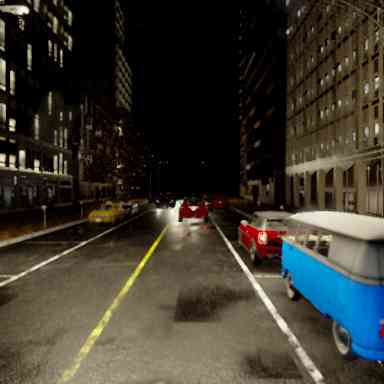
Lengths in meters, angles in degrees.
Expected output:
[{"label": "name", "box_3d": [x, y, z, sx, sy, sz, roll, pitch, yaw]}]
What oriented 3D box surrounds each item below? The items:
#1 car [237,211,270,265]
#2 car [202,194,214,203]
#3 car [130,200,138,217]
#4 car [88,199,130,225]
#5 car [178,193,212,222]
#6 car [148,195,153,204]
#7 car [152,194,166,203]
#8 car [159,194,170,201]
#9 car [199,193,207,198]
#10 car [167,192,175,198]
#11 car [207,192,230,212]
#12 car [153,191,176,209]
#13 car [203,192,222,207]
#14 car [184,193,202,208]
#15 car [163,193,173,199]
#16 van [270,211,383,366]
[{"label": "car", "box_3d": [2.699, 1.352, 11.282, 1.967, 1.590, 4.097, 0, 0, 0]}, {"label": "car", "box_3d": [2.719, 1.057, 56.988, 1.752, 1.417, 4.829, 0, 1, 0]}, {"label": "car", "box_3d": [-5.675, 1.324, 28.374, 2.008, 1.369, 4.403, 0, 0, 0]}, {"label": "car", "box_3d": [-5.677, 1.347, 22.510, 1.752, 1.417, 4.829, 0, 0, 0]}, {"label": "car", "box_3d": [0.112, 1.158, 24.681, 2.097, 1.767, 4.553, 0, 1, 0]}, {"label": "car", "box_3d": [-5.664, 1.133, 51.142, 2.008, 1.369, 4.403, 0, 0, 0]}, {"label": "car", "box_3d": [-5.662, 1.099, 56.835, 1.947, 1.339, 4.313, 0, 0, 0]}, {"label": "car", "box_3d": [-5.656, 1.014, 68.217, 1.802, 1.307, 4.206, 0, 1, 0]}, {"label": "car", "box_3d": [2.731, 0.844, 85.278, 1.947, 1.339, 4.313, 0, 1, 0]}, {"label": "car", "box_3d": [-5.647, 0.771, 90.986, 1.887, 1.381, 4.507, 0, 1, 0]}, {"label": "car", "box_3d": [2.710, 1.042, 34.048, 2.192, 1.841, 5.009, 0, 0, 0]}, {"label": "car", "box_3d": [-3.074, 1.031, 39.718, 2.097, 1.767, 4.553, 0, 1, 0]}, {"label": "car", "box_3d": [2.715, 0.946, 45.433, 2.192, 1.841, 5.009, 0, 0, 0]}, {"label": "car", "box_3d": [0.119, 1.020, 41.038, 2.097, 1.767, 4.553, 0, 0, 0]}, {"label": "car", "box_3d": [-5.652, 0.880, 79.602, 2.008, 1.369, 4.403, 0, 1, 0]}, {"label": "van", "box_3d": [2.696, 1.297, 5.590, 1.690, 1.788, 3.998, 0, 0, 0]}]
